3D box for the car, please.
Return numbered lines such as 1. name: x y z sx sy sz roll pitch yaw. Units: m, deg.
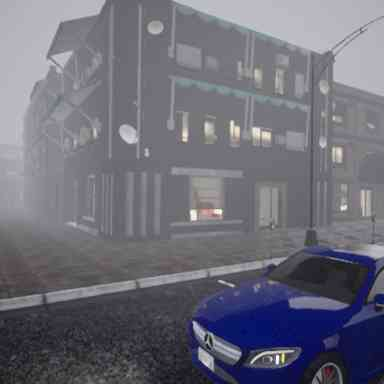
1. car: 2.165 1.522 4.716 4.674 1.442 1.812 0 0 -30
